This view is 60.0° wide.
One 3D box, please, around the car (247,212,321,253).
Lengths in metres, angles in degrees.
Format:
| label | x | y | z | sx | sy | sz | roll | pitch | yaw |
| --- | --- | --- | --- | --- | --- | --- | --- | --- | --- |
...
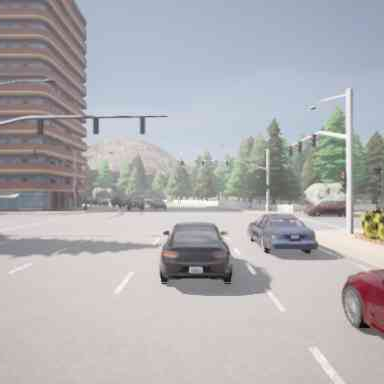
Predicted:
| label | x | y | z | sx | sy | sz | roll | pitch | yaw |
| --- | --- | --- | --- | --- | --- | --- | --- | --- | --- |
| car | 3.643 | 1.653 | 14.220 | 2.033 | 1.411 | 5.357 | 0 | 0 | 0 |

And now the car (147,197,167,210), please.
| label | x | y | z | sx | sy | sz | roll | pitch | yaw |
| --- | --- | --- | --- | --- | --- | --- | --- | --- | --- |
| car | -5.118 | 1.873 | 50.097 | 1.837 | 1.490 | 4.892 | 0 | 0 | -17 |

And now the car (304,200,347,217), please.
| label | x | y | z | sx | sy | sz | roll | pitch | yaw |
| --- | --- | --- | --- | --- | --- | --- | --- | --- | --- |
| car | 14.067 | 1.662 | 34.521 | 4.553 | 1.767 | 2.097 | 0 | 0 | 1 |

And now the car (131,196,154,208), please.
| label | x | y | z | sx | sy | sz | roll | pitch | yaw |
| --- | --- | --- | --- | --- | --- | --- | --- | --- | --- |
| car | -8.822 | 1.654 | 58.890 | 2.150 | 2.045 | 5.566 | 0 | 0 | -31 |

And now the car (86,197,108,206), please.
| label | x | y | z | sx | sy | sz | roll | pitch | yaw |
| --- | --- | --- | --- | --- | --- | --- | --- | --- | --- |
| car | -18.307 | 1.833 | 65.614 | 4.553 | 1.767 | 2.097 | 0 | -1 | 44 |

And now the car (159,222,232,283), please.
| label | x | y | z | sx | sy | sz | roll | pitch | yaw |
| --- | --- | --- | --- | --- | --- | --- | --- | --- | --- |
| car | 0.103 | 1.598 | 9.785 | 1.812 | 1.442 | 4.674 | 0 | 0 | 0 |

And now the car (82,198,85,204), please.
| label | x | y | z | sx | sy | sz | roll | pitch | yaw |
| --- | --- | --- | --- | --- | --- | --- | --- | --- | --- |
| car | -22.673 | 2.036 | 73.244 | 4.892 | 1.490 | 1.837 | 0 | 0 | 31 |

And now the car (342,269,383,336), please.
| label | x | y | z | sx | sy | sz | roll | pitch | yaw |
| --- | --- | --- | --- | --- | --- | --- | --- | --- | --- |
| car | 3.597 | 1.557 | 4.078 | 1.812 | 1.442 | 4.674 | 0 | 0 | 0 |

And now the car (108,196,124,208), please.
| label | x | y | z | sx | sy | sz | roll | pitch | yaw |
| --- | --- | --- | --- | --- | --- | --- | --- | --- | --- |
| car | -12.196 | 1.645 | 57.790 | 2.150 | 2.045 | 5.566 | 0 | 0 | -31 |

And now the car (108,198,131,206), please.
| label | x | y | z | sx | sy | sz | roll | pitch | yaw |
| --- | --- | --- | --- | --- | --- | --- | --- | --- | --- |
| car | -14.595 | 1.982 | 66.950 | 2.128 | 1.511 | 4.902 | 0 | -1 | -44 |

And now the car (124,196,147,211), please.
| label | x | y | z | sx | sy | sz | roll | pitch | yaw |
| --- | --- | --- | --- | --- | --- | --- | --- | --- | --- |
| car | -8.270 | 1.575 | 48.195 | 2.150 | 2.045 | 5.566 | 0 | 0 | -14 |

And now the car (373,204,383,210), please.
| label | x | y | z | sx | sy | sz | roll | pitch | yaw |
| --- | --- | --- | --- | --- | --- | --- | --- | --- | --- |
| car | 19.871 | 1.506 | 30.965 | 5.566 | 2.045 | 2.150 | 0 | 0 | 0 |
